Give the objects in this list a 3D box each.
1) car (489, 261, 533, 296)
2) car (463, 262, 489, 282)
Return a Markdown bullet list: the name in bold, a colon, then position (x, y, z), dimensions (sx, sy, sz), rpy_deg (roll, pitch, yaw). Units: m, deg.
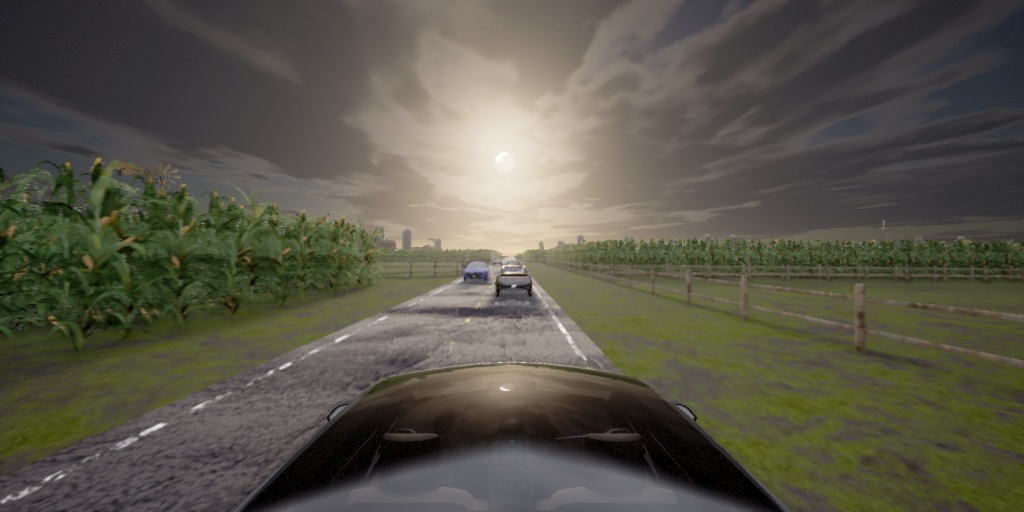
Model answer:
- **car**: position (0.099, 1.238, 19.461), dimensions (2.128, 1.511, 4.902), rpy_deg (0, 0, 0)
- **car**: position (-2.835, 1.219, 29.260), dimensions (1.882, 1.535, 5.008), rpy_deg (0, 0, 0)
